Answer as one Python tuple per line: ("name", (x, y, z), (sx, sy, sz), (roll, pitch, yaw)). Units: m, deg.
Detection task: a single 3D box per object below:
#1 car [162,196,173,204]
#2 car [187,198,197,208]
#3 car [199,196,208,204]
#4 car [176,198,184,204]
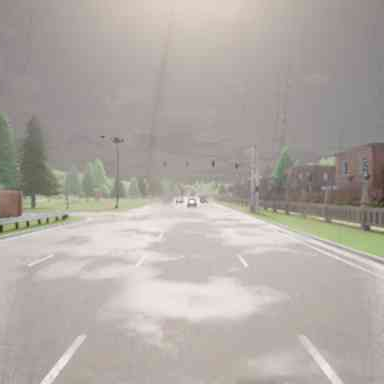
("car", (-6.981, 2.521, 91.676), (1.812, 1.442, 4.674), (0, -1, 0))
("car", (0.013, 2.213, 60.646), (2.033, 1.411, 5.357), (0, -1, 0))
("car", (3.519, 2.592, 91.703), (1.895, 1.301, 4.718), (0, -1, 0))
("car", (-3.481, 2.549, 91.675), (1.994, 1.385, 4.181), (0, -1, 0))
